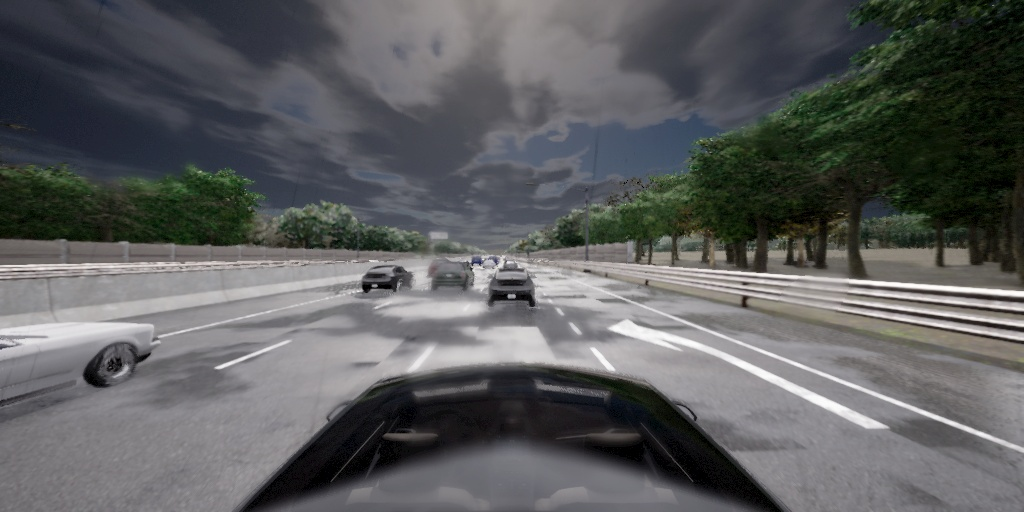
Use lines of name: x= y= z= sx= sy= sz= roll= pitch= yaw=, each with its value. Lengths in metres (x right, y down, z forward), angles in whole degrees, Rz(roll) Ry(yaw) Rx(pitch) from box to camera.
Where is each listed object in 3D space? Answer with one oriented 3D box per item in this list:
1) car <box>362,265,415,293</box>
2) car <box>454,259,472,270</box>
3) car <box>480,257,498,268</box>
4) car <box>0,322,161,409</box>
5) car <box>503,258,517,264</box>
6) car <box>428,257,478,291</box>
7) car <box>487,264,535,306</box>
car: x=-7.034 y=1.273 z=20.774 sx=1.837 sy=1.490 sz=4.892 roll=0 pitch=0 yaw=0
car: x=-7.265 y=1.263 z=53.562 sx=2.128 sy=1.511 sz=4.902 roll=0 pitch=0 yaw=-1
car: x=-3.845 y=1.300 z=60.743 sx=1.812 sy=1.442 sz=4.674 roll=0 pitch=0 yaw=-1
car: x=-6.999 y=1.354 z=4.005 sx=1.895 sy=1.301 sz=4.718 roll=0 pitch=0 yaw=0
car: x=-0.240 y=1.334 z=51.113 sx=1.994 sy=1.385 sz=4.181 roll=0 pitch=0 yaw=-1
car: x=-3.540 y=1.118 z=22.288 sx=2.097 sy=1.767 sz=4.553 roll=0 pitch=0 yaw=0
car: x=-0.018 y=1.268 z=15.937 sx=1.837 sy=1.490 sz=4.892 roll=0 pitch=0 yaw=0
